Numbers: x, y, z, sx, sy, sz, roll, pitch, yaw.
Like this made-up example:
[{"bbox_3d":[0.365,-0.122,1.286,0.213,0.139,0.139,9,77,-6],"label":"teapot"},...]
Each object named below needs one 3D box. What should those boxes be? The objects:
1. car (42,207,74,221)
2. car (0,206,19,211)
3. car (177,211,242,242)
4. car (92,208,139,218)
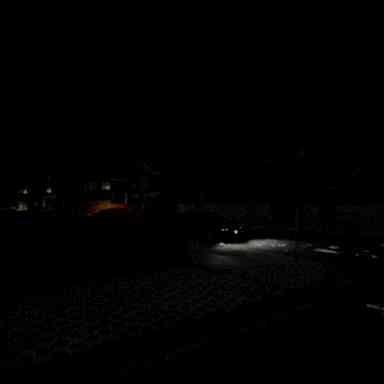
[{"bbox_3d":[-13.525,2.339,33.621,4.892,1.490,1.837,-2,-1,43],"label":"car"},{"bbox_3d":[-28.204,2.888,50.906,5.357,1.411,2.033,-2,-1,45],"label":"car"},{"bbox_3d":[0.654,1.859,18.882,1.837,1.490,4.892,-1,-1,-41],"label":"car"},{"bbox_3d":[-6.077,2.066,26.323,1.882,1.535,5.008,-1,-1,-44],"label":"car"}]
